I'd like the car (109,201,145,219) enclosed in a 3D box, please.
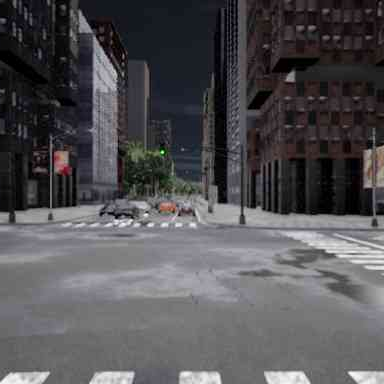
[{"bbox_3d":[-6.421,1.945,33.492,2.033,1.411,5.357,0,-1,0],"label":"car"}]

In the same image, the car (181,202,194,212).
[{"bbox_3d":[-0.647,2.187,48.253,1.802,1.307,4.206,0,-1,0],"label":"car"}]

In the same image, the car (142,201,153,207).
[{"bbox_3d":[-9.298,2.497,69.910,1.802,1.307,4.206,0,-1,0],"label":"car"}]

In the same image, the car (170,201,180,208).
[{"bbox_3d":[-3.418,2.476,67.123,1.895,1.301,4.718,0,-1,0],"label":"car"}]

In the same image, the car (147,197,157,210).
[{"bbox_3d":[-6.529,1.913,54.363,2.150,2.045,5.566,0,-1,-1],"label":"car"}]

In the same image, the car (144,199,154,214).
[{"bbox_3d":[-6.479,2.067,43.717,1.812,1.442,4.674,0,-1,0],"label":"car"}]

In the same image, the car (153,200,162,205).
[{"bbox_3d":[-9.425,2.781,91.611,1.887,1.381,4.507,0,-1,0],"label":"car"}]

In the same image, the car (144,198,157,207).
[{"bbox_3d":[-9.331,2.310,75.339,2.192,1.841,5.009,0,-1,0],"label":"car"}]

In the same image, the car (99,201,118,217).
[{"bbox_3d":[-9.109,2.017,37.358,1.947,1.339,4.313,0,-1,0],"label":"car"}]

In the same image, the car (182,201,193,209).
[{"bbox_3d":[-0.710,2.304,59.102,1.887,1.381,4.507,0,-1,0],"label":"car"}]

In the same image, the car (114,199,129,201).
[{"bbox_3d":[-9.141,1.843,42.787,2.192,1.841,5.009,0,-1,0],"label":"car"}]

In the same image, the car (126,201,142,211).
[{"bbox_3d":[-9.202,2.204,53.464,1.752,1.417,4.829,0,-1,0],"label":"car"}]

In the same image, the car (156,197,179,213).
[{"bbox_3d":[-3.314,1.927,46.022,2.097,1.767,4.553,0,-1,1],"label":"car"}]

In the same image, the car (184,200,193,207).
[{"bbox_3d":[-0.774,2.444,70.121,1.752,1.417,4.829,0,-1,0],"label":"car"}]

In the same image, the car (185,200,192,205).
[{"bbox_3d":[-0.901,2.781,91.648,1.887,1.381,4.507,0,-1,0],"label":"car"}]

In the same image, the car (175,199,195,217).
[{"bbox_3d":[-0.584,1.892,37.406,1.967,1.590,4.097,0,-1,0],"label":"car"}]
